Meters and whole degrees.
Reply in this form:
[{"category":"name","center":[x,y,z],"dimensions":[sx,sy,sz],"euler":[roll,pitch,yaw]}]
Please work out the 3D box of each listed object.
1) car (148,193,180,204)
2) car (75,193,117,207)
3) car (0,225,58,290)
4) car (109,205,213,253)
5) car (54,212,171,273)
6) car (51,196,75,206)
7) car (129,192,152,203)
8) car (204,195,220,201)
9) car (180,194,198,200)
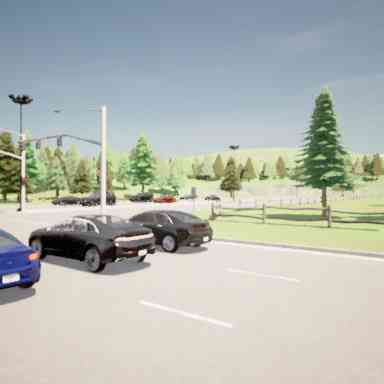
[{"category":"car","center":[-4.955,1.357,59.618],"dimensions":[1.882,1.535,5.008],"euler":[0,0,35]},{"category":"car","center":[-13.354,1.099,47.562],"dimensions":[2.150,2.045,5.566],"euler":[0,0,35]},{"category":"car","center":[-5.376,1.498,7.808],"dimensions":[4.674,1.442,1.812],"euler":[0,0,36]},{"category":"car","center":[-1.459,1.477,13.610],"dimensions":[4.892,1.490,1.837],"euler":[0,0,36]},{"category":"car","center":[-3.334,1.464,10.648],"dimensions":[4.902,1.511,2.128],"euler":[0,0,36]},{"category":"car","center":[-19.253,1.363,51.324],"dimensions":[1.837,1.490,4.892],"euler":[0,0,35]},{"category":"car","center":[-9.731,1.078,64.945],"dimensions":[2.150,2.045,5.566],"euler":[0,0,35]},{"category":"car","center":[4.357,1.311,72.764],"dimensions":[1.994,1.385,4.181],"euler":[0,0,36]},{"category":"car","center":[-0.718,1.191,77.692],"dimensions":[2.033,1.411,5.357],"euler":[0,0,36]}]
